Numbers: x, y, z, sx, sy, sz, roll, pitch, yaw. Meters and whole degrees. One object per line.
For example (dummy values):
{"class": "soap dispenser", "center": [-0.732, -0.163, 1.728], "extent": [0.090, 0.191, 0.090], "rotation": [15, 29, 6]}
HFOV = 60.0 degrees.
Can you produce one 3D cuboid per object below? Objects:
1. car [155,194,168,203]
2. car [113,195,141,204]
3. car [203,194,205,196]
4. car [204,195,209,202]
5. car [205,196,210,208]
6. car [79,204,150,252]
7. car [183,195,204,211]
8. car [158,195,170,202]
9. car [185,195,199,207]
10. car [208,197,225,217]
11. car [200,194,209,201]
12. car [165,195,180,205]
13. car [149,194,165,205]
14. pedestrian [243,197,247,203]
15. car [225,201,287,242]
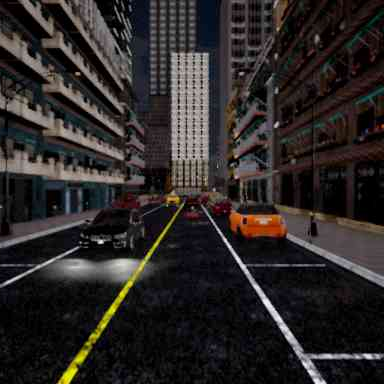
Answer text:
{"class": "car", "center": [-5.686, 1.181, 62.531], "extent": [1.967, 1.590, 4.097], "rotation": [-1, 0, 0]}
{"class": "car", "center": [-5.695, 1.190, 29.389], "extent": [2.192, 1.841, 5.009], "rotation": [-1, 0, 0]}
{"class": "car", "center": [2.696, 1.286, 62.516], "extent": [1.887, 1.381, 4.507], "rotation": [-1, 0, 0]}
{"class": "car", "center": [2.691, 1.354, 40.592], "extent": [1.752, 1.417, 4.829], "rotation": [-1, 0, 0]}
{"class": "car", "center": [2.690, 1.403, 34.898], "extent": [2.008, 1.369, 4.403], "rotation": [-1, 0, 0]}
{"class": "car", "center": [-3.097, 1.445, 13.706], "extent": [1.837, 1.490, 4.892], "rotation": [0, 0, 0]}
{"class": "car", "center": [0.071, 1.346, 37.477], "extent": [1.837, 1.490, 4.892], "rotation": [0, 0, 0]}
{"class": "car", "center": [-5.684, 1.264, 68.055], "extent": [1.887, 1.381, 4.507], "rotation": [-1, 0, 0]}
{"class": "car", "center": [0.012, 1.279, 47.378], "extent": [1.882, 1.535, 5.008], "rotation": [0, 0, 0]}
{"class": "car", "center": [2.689, 1.420, 29.375], "extent": [1.887, 1.381, 4.507], "rotation": [-1, 0, 0]}
{"class": "car", "center": [2.698, 1.222, 73.732], "extent": [1.752, 1.417, 4.829], "rotation": [-1, 0, 0]}
{"class": "car", "center": [-3.056, 1.250, 54.432], "extent": [1.882, 1.535, 5.008], "rotation": [0, 0, 0]}
{"class": "car", "center": [-5.687, 1.367, 51.485], "extent": [1.802, 1.307, 4.206], "rotation": [-1, 0, 0]}
{"class": "pedestrian", "center": [3.004, 1.213, 18.899], "extent": [0.375, 1.860, 0.375], "rotation": [-1, 1, 0]}
{"class": "car", "center": [3.004, 1.282, 16.101], "extent": [2.097, 1.767, 4.553], "rotation": [0, 0, 0]}
